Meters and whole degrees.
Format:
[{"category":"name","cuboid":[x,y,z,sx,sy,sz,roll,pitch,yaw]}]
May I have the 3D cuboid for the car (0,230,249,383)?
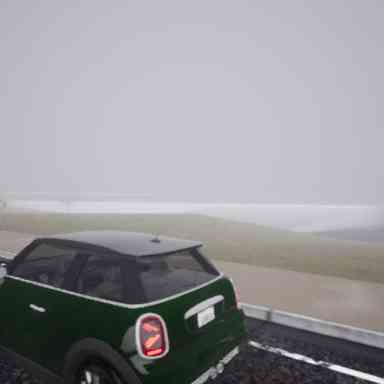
[{"category":"car","cuboid":[-1.578,1.348,4.812,4.553,1.767,2.097,0,0,35]}]
